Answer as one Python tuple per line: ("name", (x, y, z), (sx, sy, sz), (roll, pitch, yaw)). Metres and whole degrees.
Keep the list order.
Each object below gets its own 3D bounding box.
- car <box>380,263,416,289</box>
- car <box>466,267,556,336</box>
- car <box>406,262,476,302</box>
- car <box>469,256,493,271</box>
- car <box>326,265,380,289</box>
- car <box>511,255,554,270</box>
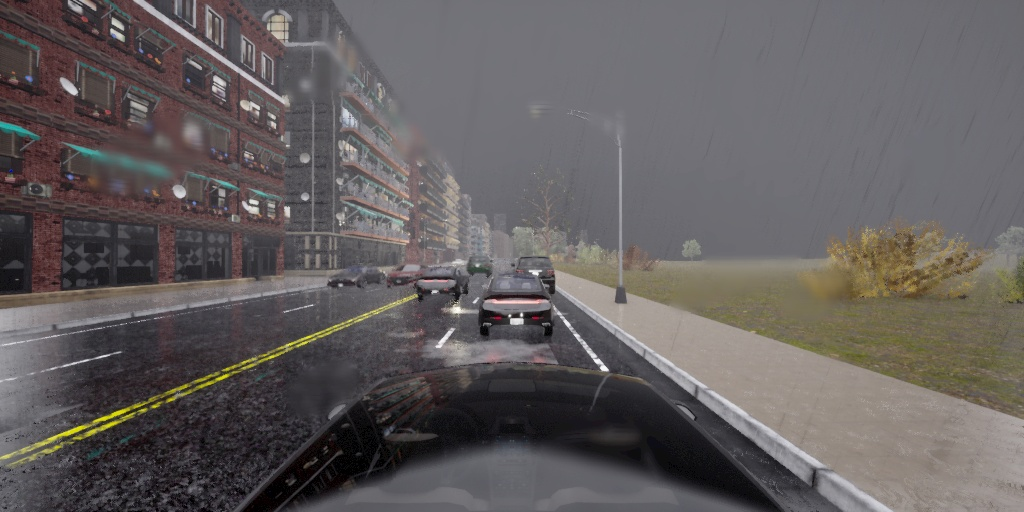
("car", (-6.584, 1.230, 23.395), (1.882, 1.535, 5.008), (0, 0, 0))
("car", (0.107, 1.243, 10.399), (2.128, 1.511, 4.902), (0, 0, 0))
("car", (-3.139, 1.243, 17.058), (2.128, 1.511, 4.902), (0, 0, 0))
("car", (-3.128, 0.974, 35.195), (2.150, 2.045, 5.566), (0, 0, 0))
("car", (-9.837, 1.300, 23.241), (2.033, 1.411, 5.357), (0, 0, 0))
("car", (1.151, 0.977, 20.268), (2.150, 2.045, 5.566), (0, 0, 0))
